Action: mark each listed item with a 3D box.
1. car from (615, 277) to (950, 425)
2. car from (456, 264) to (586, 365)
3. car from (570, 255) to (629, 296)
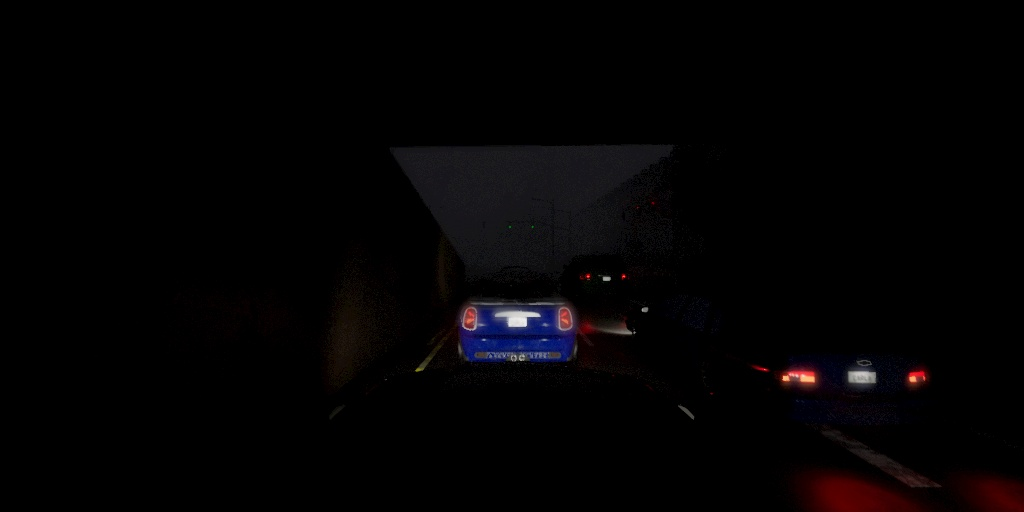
[{"bbox_3d":[3.610,1.297,6.197,2.033,1.411,5.357,0,0,0],"label":"car"},{"bbox_3d":[0.107,1.102,7.996,2.097,1.767,4.553,0,0,0],"label":"car"},{"bbox_3d":[3.644,0.971,16.444,2.150,2.045,5.566,0,0,0],"label":"car"}]
